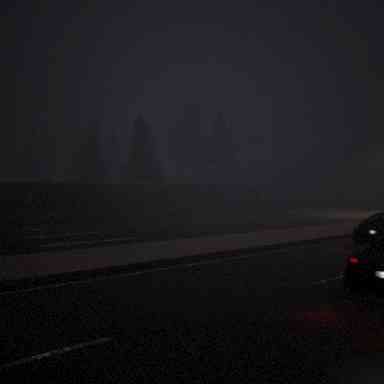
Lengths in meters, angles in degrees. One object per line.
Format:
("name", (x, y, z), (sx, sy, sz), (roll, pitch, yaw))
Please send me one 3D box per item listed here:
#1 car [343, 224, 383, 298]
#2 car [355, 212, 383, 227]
("car", (5.317, 1.564, 7.539), (4.181, 1.385, 1.994), (0, 0, -35))
("car", (8.759, 1.564, 14.291), (4.181, 1.385, 1.994), (0, 0, -35))
